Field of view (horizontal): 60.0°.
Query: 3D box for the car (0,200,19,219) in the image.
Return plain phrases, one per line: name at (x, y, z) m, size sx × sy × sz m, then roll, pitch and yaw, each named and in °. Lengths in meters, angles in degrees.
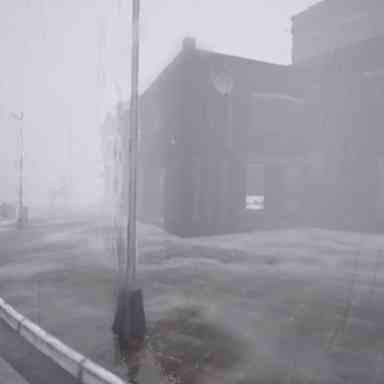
car at (-18.489, 1.769, 32.257) m, size 2.128 × 1.511 × 4.902 m, roll 1°, pitch -1°, yaw -16°
